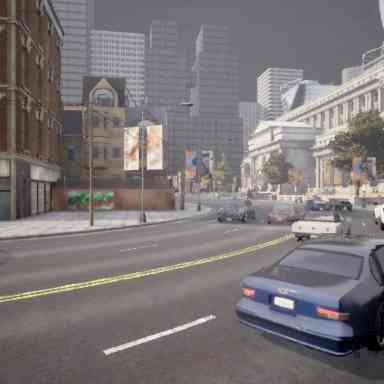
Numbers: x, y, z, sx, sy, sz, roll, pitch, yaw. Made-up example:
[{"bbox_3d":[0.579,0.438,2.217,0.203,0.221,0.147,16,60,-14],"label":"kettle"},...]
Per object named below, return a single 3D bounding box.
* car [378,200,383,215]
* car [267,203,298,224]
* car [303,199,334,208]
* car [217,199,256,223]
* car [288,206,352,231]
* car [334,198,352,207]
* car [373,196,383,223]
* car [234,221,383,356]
[{"bbox_3d":[19.098,1.507,30.595,2.002,1.452,4.674,0,0,11],"label":"car"},{"bbox_3d":[6.715,1.526,24.190,1.812,1.442,4.674,0,0,22],"label":"car"},{"bbox_3d":[13.115,1.505,35.063,1.812,1.442,4.674,0,0,9],"label":"car"},{"bbox_3d":[3.486,1.334,25.541,2.097,1.767,4.553,0,0,22],"label":"car"},{"bbox_3d":[6.349,1.592,15.914,1.895,1.301,4.718,0,0,33],"label":"car"},{"bbox_3d":[16.840,1.484,38.542,1.837,1.490,4.892,0,0,4],"label":"car"},{"bbox_3d":[12.782,1.213,20.808,2.150,2.045,5.566,0,0,24],"label":"car"},{"bbox_3d":[3.035,1.545,6.249,5.357,1.411,2.033,0,0,-44],"label":"car"}]
